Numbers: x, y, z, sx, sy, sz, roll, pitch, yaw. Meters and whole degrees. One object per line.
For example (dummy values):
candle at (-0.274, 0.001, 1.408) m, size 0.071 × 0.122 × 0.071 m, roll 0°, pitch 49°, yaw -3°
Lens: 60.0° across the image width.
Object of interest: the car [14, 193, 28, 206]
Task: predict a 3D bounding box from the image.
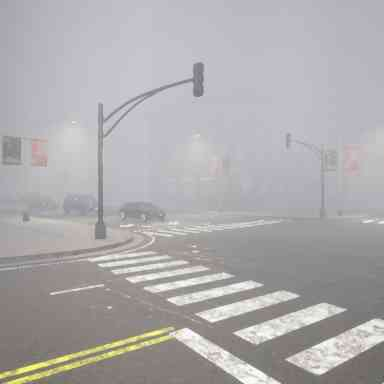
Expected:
car at (-26.051, 1.198, 53.403) m, size 5.566 × 2.045 × 2.150 m, roll 0°, pitch 0°, yaw 45°

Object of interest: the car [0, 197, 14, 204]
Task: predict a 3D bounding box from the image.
car at (-33.635, 1.532, 60.996) m, size 1.994 × 1.385 × 4.181 m, roll 0°, pitch 0°, yaw -45°

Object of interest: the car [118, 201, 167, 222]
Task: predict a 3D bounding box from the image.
car at (-4.004, 1.494, 26.430) m, size 1.837 × 1.490 × 4.892 m, roll 0°, pitch 0°, yaw -44°

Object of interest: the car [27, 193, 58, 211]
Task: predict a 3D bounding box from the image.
car at (-18.112, 1.333, 40.576) m, size 2.097 × 1.767 × 4.553 m, roll 0°, pitch 0°, yaw -45°

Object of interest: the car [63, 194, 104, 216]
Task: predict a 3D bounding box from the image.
car at (-11.017, 1.207, 33.459) m, size 2.150 × 2.045 × 5.566 m, roll 0°, pitch 0°, yaw -45°
